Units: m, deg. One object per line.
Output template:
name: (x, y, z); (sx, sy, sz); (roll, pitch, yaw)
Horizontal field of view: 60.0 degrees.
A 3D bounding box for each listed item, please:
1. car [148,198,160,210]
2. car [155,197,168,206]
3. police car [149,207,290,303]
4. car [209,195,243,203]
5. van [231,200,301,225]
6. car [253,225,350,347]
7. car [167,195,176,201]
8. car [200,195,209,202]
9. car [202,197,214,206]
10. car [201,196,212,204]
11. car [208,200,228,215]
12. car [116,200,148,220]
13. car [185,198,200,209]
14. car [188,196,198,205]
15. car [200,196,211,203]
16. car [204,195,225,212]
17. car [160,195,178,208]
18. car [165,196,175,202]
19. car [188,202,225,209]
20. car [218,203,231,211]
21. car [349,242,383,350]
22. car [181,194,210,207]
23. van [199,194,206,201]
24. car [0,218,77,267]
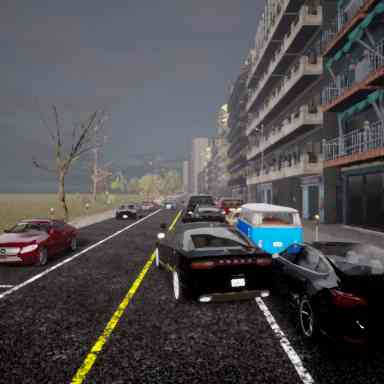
car: (-5.220, 1.591, 39.690); (1.802, 1.307, 4.206); (1, 0, 0)
car: (-5.183, 1.541, 56.483); (1.752, 1.417, 4.829); (1, 0, 0)
police car: (0.226, 1.427, 8.499); (1.930, 1.638, 5.238); (0, 0, -13)
car: (2.627, 1.320, 23.237); (2.192, 1.841, 5.009); (1, 0, 0)
van: (2.602, 1.344, 11.915); (1.690, 1.788, 3.998); (1, 0, 0)
car: (2.587, 1.567, 6.253); (1.947, 1.339, 4.313); (1, 0, 0)
car: (-5.122, 1.578, 84.922); (2.008, 1.369, 4.403); (1, 0, 0)
car: (2.736, 1.463, 74.186); (1.967, 1.590, 4.097); (1, 0, 0)
car: (2.699, 1.541, 57.373); (1.752, 1.417, 4.829); (1, 0, 0)
car: (2.711, 1.543, 63.034); (1.752, 1.417, 4.829); (1, 0, 0)
car: (2.649, 1.590, 34.559); (1.802, 1.307, 4.206); (1, 0, 0)
car: (-5.245, 1.572, 28.383); (1.947, 1.339, 4.313); (1, 0, 0)
car: (0.114, 1.559, 46.480); (2.033, 1.411, 5.357); (0, 0, 1)
car: (0.131, 1.542, 60.260); (1.812, 1.442, 4.674); (0, 0, 0)
car: (2.723, 1.571, 68.524); (2.008, 1.369, 4.403); (1, 0, 0)
car: (2.664, 1.324, 40.220); (2.192, 1.841, 5.009); (1, 0, 0)
car: (-2.662, 1.501, 40.346); (2.128, 1.511, 4.902); (0, 0, 0)
car: (-5.134, 1.575, 79.268); (2.008, 1.369, 4.403); (1, 0, 0)
car: (0.865, 1.510, 18.645); (1.837, 1.490, 4.892); (0, 0, 0)
car: (2.613, 1.529, 17.746); (1.752, 1.417, 4.829); (1, 0, 0)
car: (2.578, 1.315, 0.593); (2.192, 1.841, 5.009); (1, 0, 0)
car: (0.435, 1.225, 24.585); (2.150, 2.045, 5.566); (0, 0, -5)
van: (2.762, 1.369, 85.508); (1.690, 1.788, 3.998); (1, 0, 0)
car: (-5.282, 1.584, 11.420); (1.802, 1.307, 4.206); (1, 0, 0)
